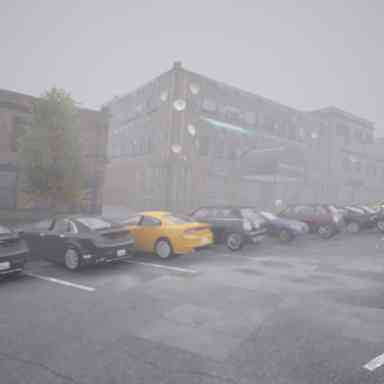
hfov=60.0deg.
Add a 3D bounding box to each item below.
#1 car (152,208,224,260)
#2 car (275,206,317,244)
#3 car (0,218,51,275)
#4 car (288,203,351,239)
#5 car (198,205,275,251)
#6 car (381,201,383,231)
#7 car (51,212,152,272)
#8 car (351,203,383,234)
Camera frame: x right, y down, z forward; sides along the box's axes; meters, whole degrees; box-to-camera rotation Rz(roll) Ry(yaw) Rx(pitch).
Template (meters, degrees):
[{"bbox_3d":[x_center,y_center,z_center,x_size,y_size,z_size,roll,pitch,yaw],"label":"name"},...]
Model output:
[{"bbox_3d":[-1.593,1.477,12.465,5.008,1.535,2.097,-1,-1,34],"label":"car"},{"bbox_3d":[3.177,1.529,15.895,4.674,1.452,2.002,-1,-1,34],"label":"car"},{"bbox_3d":[-6.360,1.475,9.040,4.892,1.521,2.231,-1,-1,34],"label":"car"},{"bbox_3d":[5.582,1.377,17.574,4.553,1.767,2.185,-1,-1,35],"label":"car"},{"bbox_3d":[0.811,1.355,14.161,4.553,1.767,2.185,-1,-1,34],"label":"car"},{"bbox_3d":[10.336,1.548,21.004,5.008,1.535,2.097,-1,-1,35],"label":"car"},{"bbox_3d":[-3.978,1.476,10.750,4.892,1.521,2.231,-1,-1,34],"label":"car"},{"bbox_3d":[7.955,1.521,19.293,5.008,1.535,2.097,-1,-1,35],"label":"car"}]
